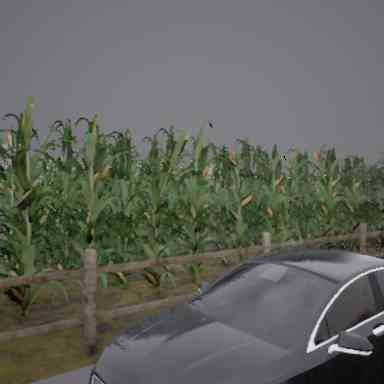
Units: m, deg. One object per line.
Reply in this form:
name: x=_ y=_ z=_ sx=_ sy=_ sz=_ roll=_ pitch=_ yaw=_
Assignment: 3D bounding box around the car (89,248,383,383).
car: x=1.308 y=1.519 z=3.885 sx=4.892 sy=1.490 sz=1.837 roll=0 pitch=0 yaw=-36
